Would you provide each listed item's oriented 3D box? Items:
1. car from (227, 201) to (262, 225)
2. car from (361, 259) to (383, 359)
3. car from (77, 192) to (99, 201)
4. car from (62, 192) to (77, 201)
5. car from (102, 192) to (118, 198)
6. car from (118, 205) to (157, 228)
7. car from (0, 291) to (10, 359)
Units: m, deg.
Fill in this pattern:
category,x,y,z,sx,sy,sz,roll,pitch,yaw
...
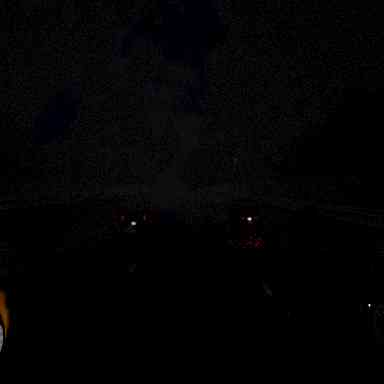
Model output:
category,x,y,z,sx,sy,sz,roll,pitch,yaw
car,3.596,1.398,23.192,1.837,1.490,4.892,0,1,0
car,3.600,1.230,2.607,2.150,2.045,5.566,0,0,0
car,-17.558,0.830,57.322,1.882,1.535,5.008,0,1,1
car,-21.043,0.830,58.170,2.128,1.511,4.902,0,1,1
car,-14.063,0.857,57.342,1.837,1.490,4.892,0,1,1
car,-3.403,1.513,21.619,1.895,1.301,4.718,0,1,0
car,-3.401,1.485,2.514,1.882,1.535,5.008,0,0,0
